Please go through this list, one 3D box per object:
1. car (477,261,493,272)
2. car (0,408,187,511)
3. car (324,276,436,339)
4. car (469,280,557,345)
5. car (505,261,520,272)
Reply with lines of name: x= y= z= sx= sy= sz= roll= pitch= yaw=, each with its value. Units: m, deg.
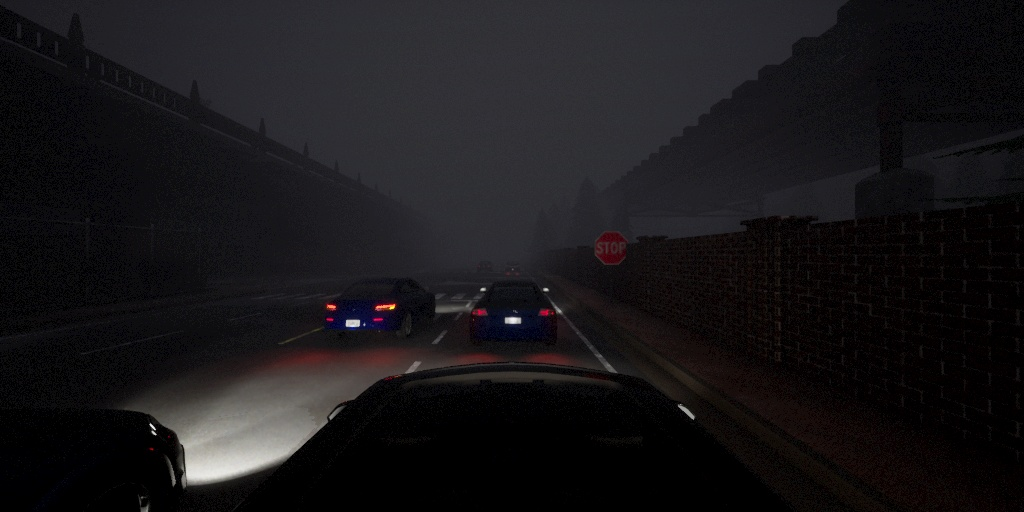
car: x=-3.430 y=1.297 z=46.037 sx=2.033 sy=1.411 sz=5.357 roll=0 pitch=0 yaw=-1
car: x=-3.399 y=1.314 z=0.897 sx=1.994 sy=1.385 sz=4.181 roll=0 pitch=0 yaw=0
car: x=-3.420 y=1.276 z=9.993 sx=1.812 sy=1.442 sz=4.674 roll=0 pitch=0 yaw=0
car: x=0.062 y=1.314 z=9.473 sx=1.994 sy=1.385 sz=4.181 roll=0 pitch=0 yaw=1
car: x=0.064 y=1.351 z=46.237 sx=1.895 sy=1.301 sz=4.718 roll=0 pitch=0 yaw=-1
